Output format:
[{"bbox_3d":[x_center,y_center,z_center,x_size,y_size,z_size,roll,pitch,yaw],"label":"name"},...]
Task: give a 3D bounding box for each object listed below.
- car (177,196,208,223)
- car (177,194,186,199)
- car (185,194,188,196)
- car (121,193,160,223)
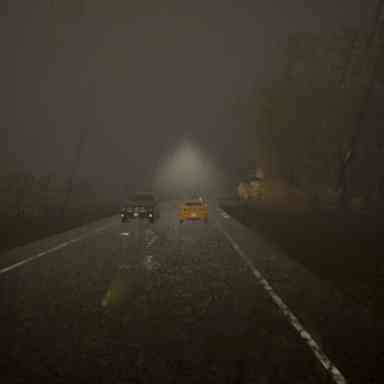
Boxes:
[{"bbox_3d":[0.120,1.327,24.394,1.882,1.535,5.008,0,1,0],"label":"car"},{"bbox_3d":[-1.772,1.088,65.247,1.837,1.490,4.892,0,0,5],"label":"car"},{"bbox_3d":[0.488,1.303,42.157,1.994,1.385,4.181,0,0,2],"label":"car"},{"bbox_3d":[-3.576,1.073,24.080,2.150,2.045,5.566,0,0,0],"label":"car"}]
